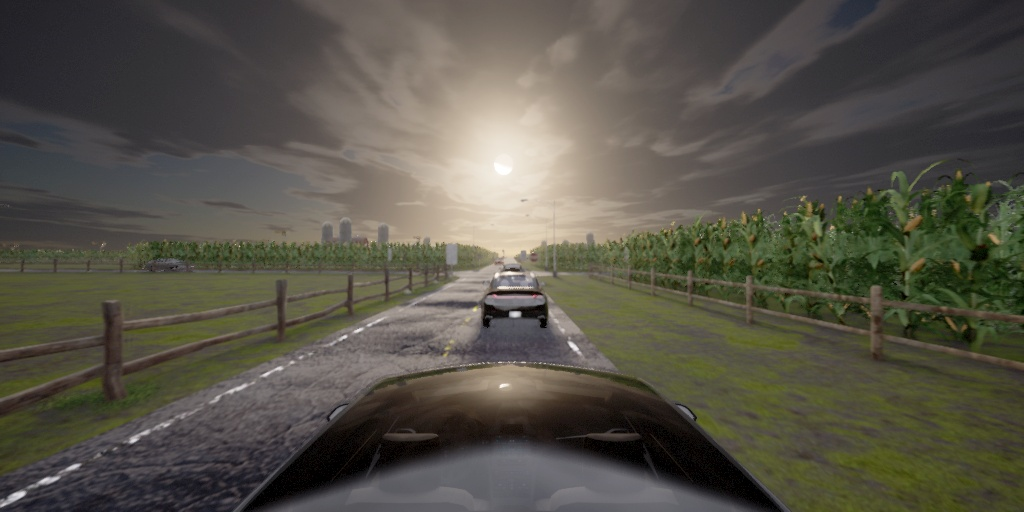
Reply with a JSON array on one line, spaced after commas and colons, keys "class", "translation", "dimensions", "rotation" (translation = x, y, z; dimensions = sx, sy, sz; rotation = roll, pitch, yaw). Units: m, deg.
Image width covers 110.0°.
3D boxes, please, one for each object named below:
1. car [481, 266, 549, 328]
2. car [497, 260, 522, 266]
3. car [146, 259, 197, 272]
[{"class": "car", "translation": [0.081, 1.257, 11.438], "dimensions": [2.128, 1.511, 4.902], "rotation": [0, 0, 0]}, {"class": "car", "translation": [0.053, 1.287, 27.545], "dimensions": [1.837, 1.490, 4.892], "rotation": [0, 0, 0]}, {"class": "car", "translation": [-39.633, 1.073, 41.808], "dimensions": [4.902, 1.511, 2.128], "rotation": [0, -1, 1]}]
